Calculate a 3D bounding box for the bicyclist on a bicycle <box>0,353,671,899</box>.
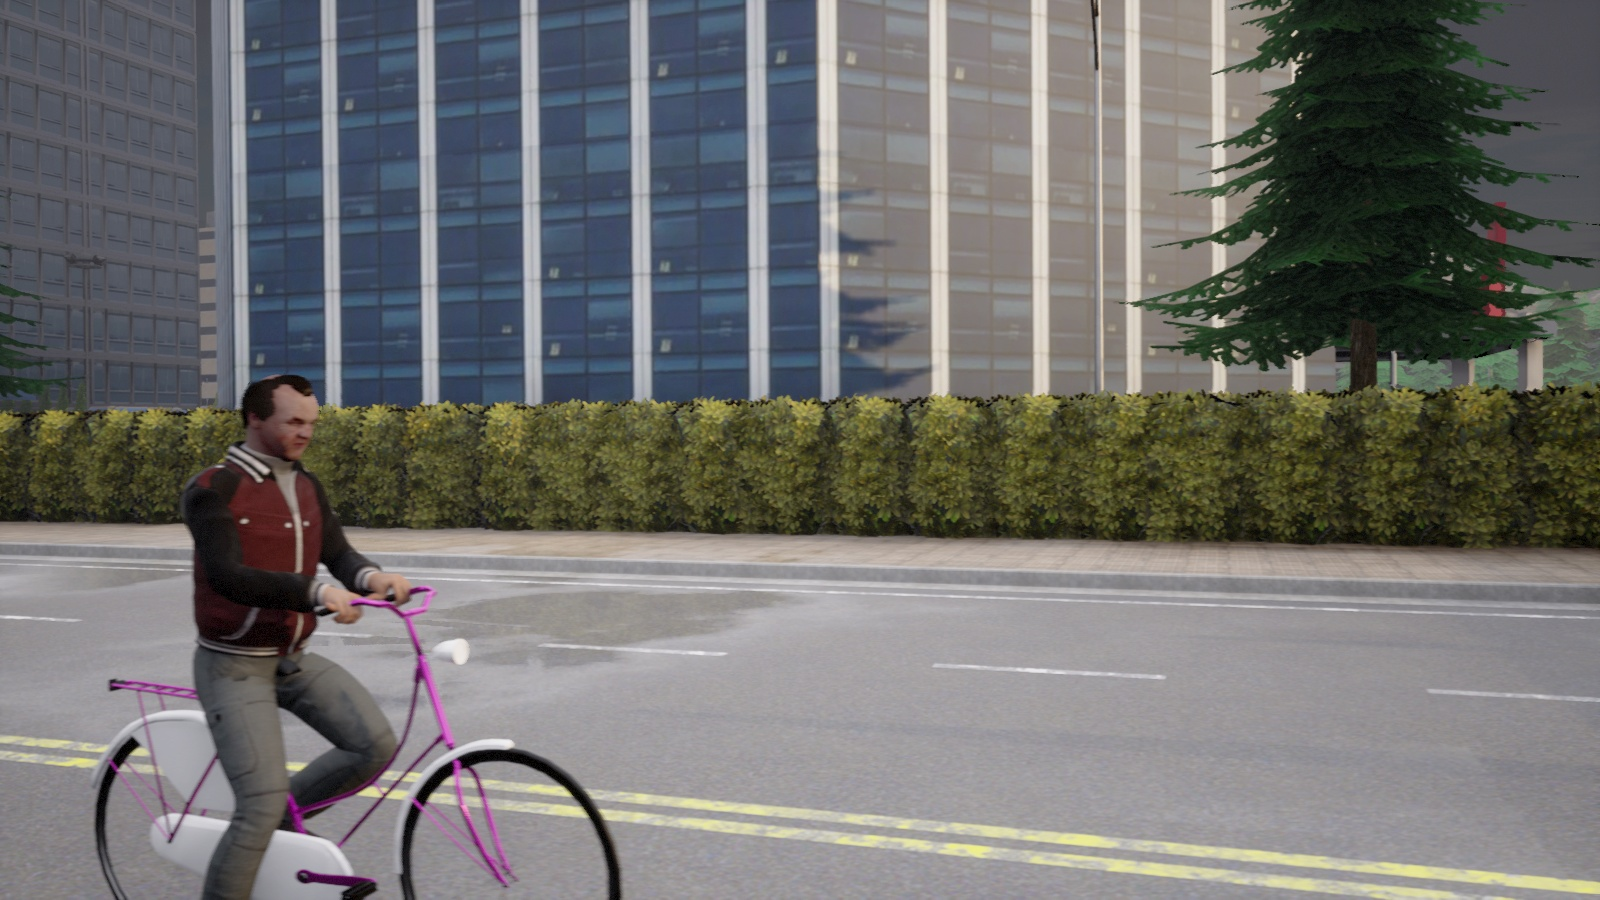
[{"bbox_3d":[-1.360,0.649,3.649,1.843,1.776,0.659,0,1,19],"label":"bicyclist on a bicycle"}]
